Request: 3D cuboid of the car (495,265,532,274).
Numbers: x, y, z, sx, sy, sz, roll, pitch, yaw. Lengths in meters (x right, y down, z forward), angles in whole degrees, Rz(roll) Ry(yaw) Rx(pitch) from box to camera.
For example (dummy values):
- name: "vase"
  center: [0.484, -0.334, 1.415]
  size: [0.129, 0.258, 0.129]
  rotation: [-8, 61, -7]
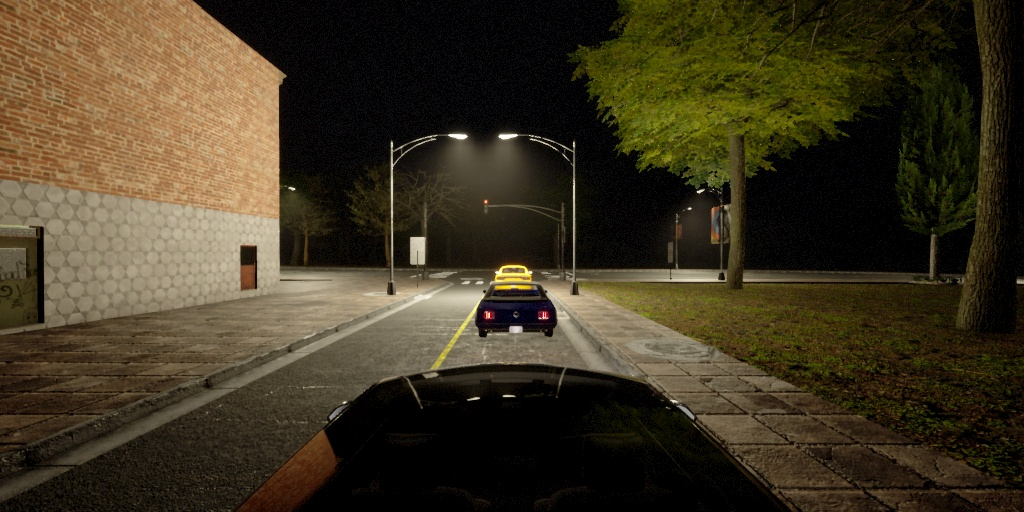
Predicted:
- name: "car"
  center: [0.089, 1.255, 19.574]
  size: [1.882, 1.535, 5.008]
  rotation: [0, 0, 1]

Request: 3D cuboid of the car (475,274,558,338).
- name: "car"
  center: [0.093, 1.357, 10.230]
  size: [1.895, 1.301, 4.718]
  rotation: [0, 0, 0]
